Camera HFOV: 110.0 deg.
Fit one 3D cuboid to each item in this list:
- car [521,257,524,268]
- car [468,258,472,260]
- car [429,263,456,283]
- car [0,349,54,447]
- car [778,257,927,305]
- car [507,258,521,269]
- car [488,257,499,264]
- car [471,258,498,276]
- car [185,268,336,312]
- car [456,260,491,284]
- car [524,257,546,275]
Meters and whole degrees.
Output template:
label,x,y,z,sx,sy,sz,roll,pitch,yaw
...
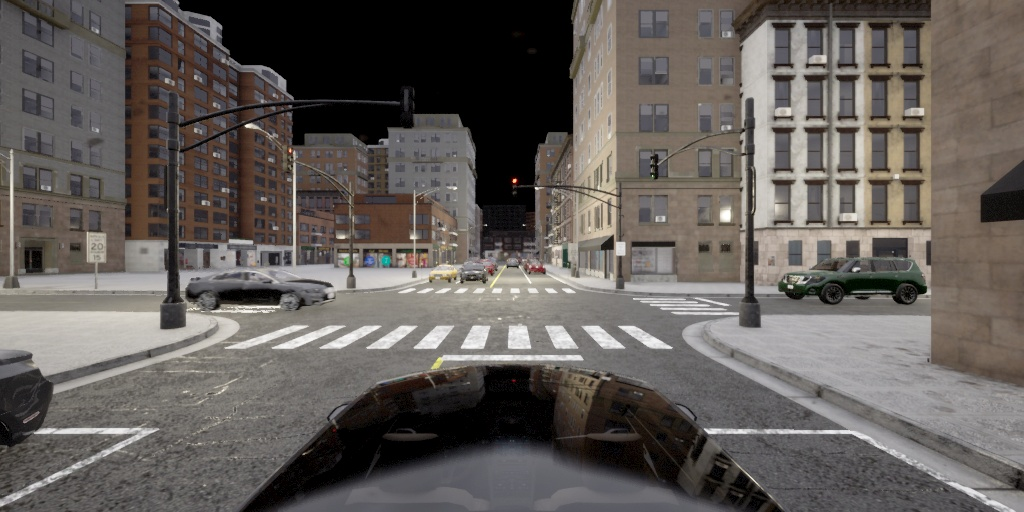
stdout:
label,x,y,z,sx,sy,sz,roll,pitch,yaw
car,2.659,1.066,45.480,2.192,1.841,5.009,0,0,0
car,-5.366,1.302,45.485,2.007,1.370,4.403,0,0,0
car,-5.375,1.276,28.329,1.751,1.417,4.829,0,0,0
car,-5.388,1.300,1.653,2.007,1.370,4.403,0,0,0
car,15.351,1.056,16.302,5.566,2.045,2.150,0,0,-2
car,0.121,1.317,58.549,1.994,1.385,4.181,0,0,1
car,-2.814,1.257,47.963,1.837,1.490,4.892,0,0,0
car,-2.834,1.229,37.547,1.882,1.535,5.008,0,0,0
car,-9.175,1.204,13.310,4.902,1.511,2.128,0,0,0
car,-2.815,1.255,27.230,1.837,1.490,4.892,0,0,-1
car,2.656,1.191,39.818,1.967,1.591,4.097,0,0,0
